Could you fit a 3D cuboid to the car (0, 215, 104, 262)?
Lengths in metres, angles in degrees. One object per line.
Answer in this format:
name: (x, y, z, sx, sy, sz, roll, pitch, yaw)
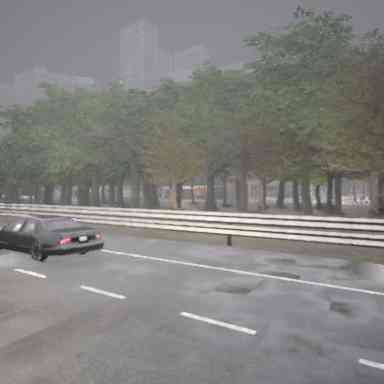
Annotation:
car: (-5.537, 1.549, 12.134, 5.357, 1.411, 2.033, 0, 0, 36)
